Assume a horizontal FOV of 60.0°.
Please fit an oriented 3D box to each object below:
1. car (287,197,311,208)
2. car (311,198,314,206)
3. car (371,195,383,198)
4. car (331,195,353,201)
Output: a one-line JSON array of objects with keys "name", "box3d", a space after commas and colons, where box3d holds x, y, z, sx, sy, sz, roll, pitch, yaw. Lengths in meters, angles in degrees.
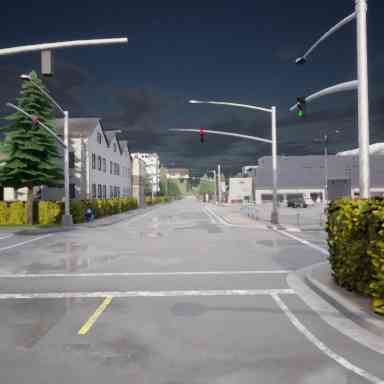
[{"name": "car", "box3d": [15.442, 1.629, 49.125, 2.007, 1.523, 4.514, -1, -1, 0]}, {"name": "car", "box3d": [19.090, 1.573, 56.182, 1.970, 1.475, 3.806, -1, -1, 0]}, {"name": "car", "box3d": [19.127, 1.183, 31.256, 1.905, 1.878, 3.866, -1, -1, 0]}, {"name": "car", "box3d": [25.504, 1.398, 56.519, 2.152, 1.636, 5.027, -1, -1, 0]}]
